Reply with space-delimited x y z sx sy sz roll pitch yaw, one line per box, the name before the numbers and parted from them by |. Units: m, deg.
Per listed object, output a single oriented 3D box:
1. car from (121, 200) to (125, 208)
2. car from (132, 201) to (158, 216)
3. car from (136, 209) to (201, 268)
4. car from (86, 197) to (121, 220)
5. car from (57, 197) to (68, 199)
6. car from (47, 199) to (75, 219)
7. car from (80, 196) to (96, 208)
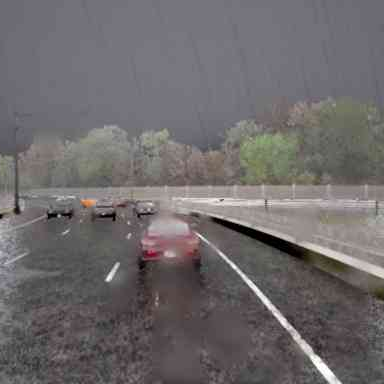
car | -10.959 1.512 47.571 1.994 1.385 4.181 0 0 -24
car | -4.237 1.505 29.783 2.033 1.411 5.357 0 0 -16
car | -0.788 1.507 11.170 1.812 1.442 4.674 0 0 -6
car | -7.264 1.465 27.380 2.128 1.511 4.902 0 0 -15
car | -17.909 1.467 45.945 2.128 1.511 4.902 0 0 -26
car | -11.171 1.586 28.564 1.895 1.301 4.718 0 0 -16
car | -14.305 1.313 46.501 2.097 1.767 4.553 0 0 -25
